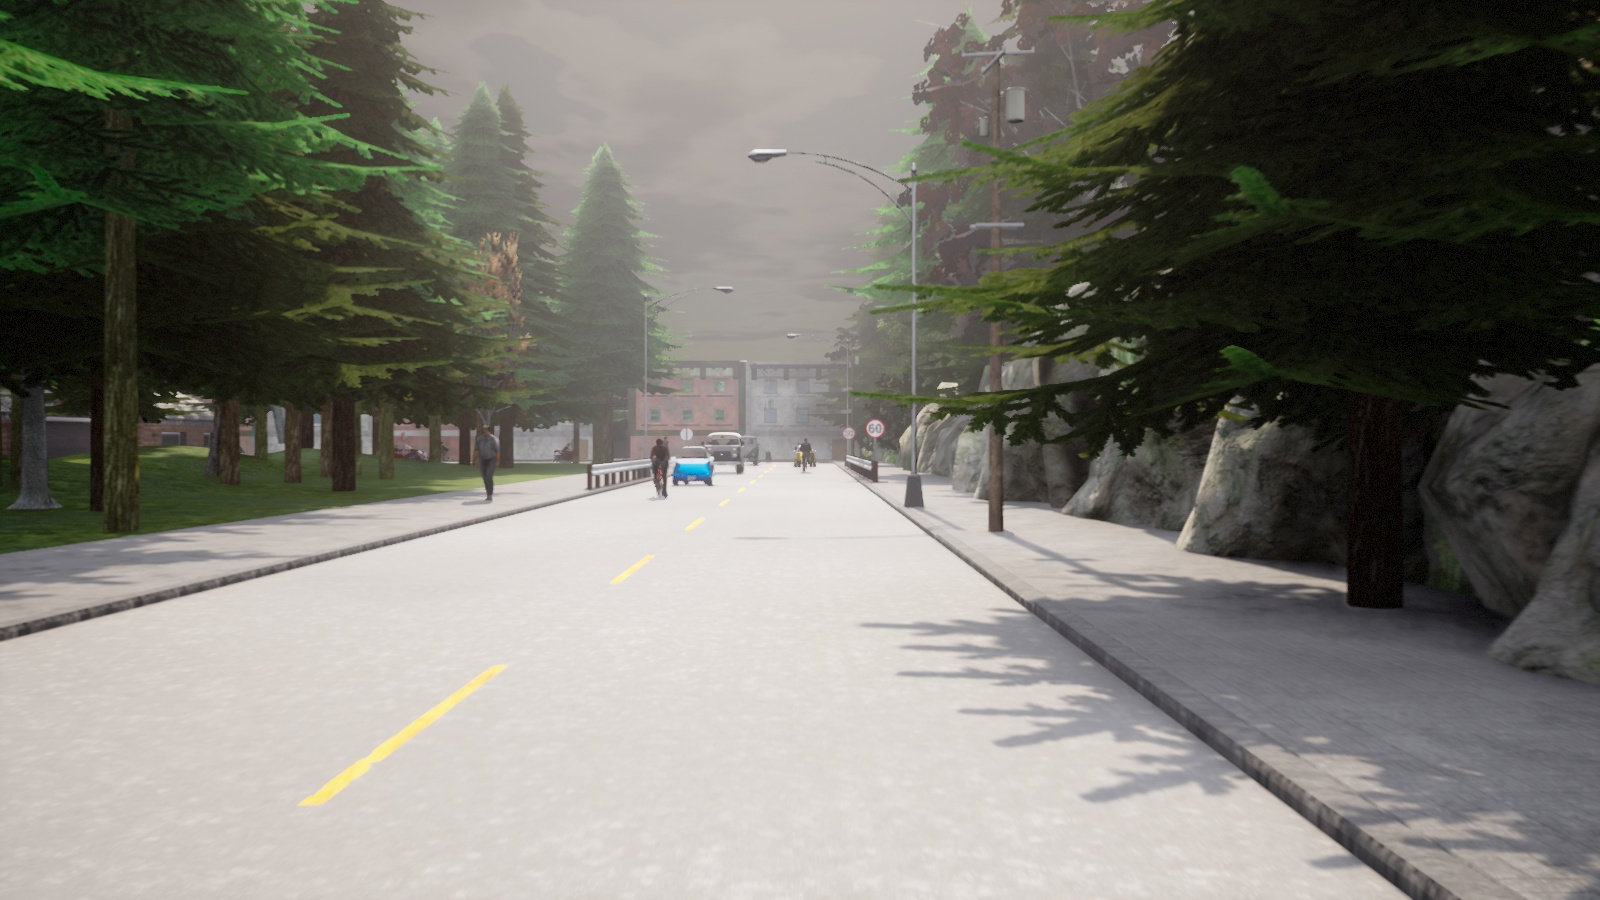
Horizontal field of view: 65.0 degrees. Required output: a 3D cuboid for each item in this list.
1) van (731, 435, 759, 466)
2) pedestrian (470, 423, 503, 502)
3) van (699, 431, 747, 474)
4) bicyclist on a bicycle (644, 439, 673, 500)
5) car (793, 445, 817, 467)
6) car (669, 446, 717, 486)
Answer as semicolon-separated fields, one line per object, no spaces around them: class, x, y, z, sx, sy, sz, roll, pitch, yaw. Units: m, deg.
van;-3.718;0.020;84.480;1.775;1.987;4.442;0;0;-4
pedestrian;-7.395;0.283;29.672;0.540;1.848;0.694;0;0;8
van;-3.712;0.126;61.565;2.069;2.038;4.480;0;-1;0
bicyclist on a bicycle;-3.791;0.505;33.833;0.582;1.620;1.656;0;1;0
car;0.313;0.357;78.905;1.481;1.376;2.207;0;1;0
car;-3.741;0.549;44.198;1.481;1.376;2.207;0;0;0
